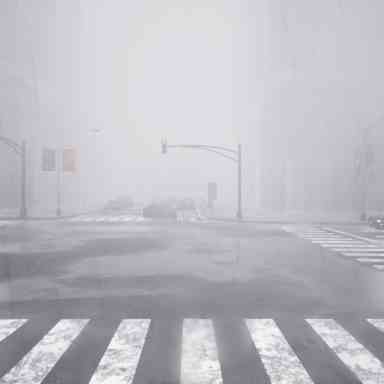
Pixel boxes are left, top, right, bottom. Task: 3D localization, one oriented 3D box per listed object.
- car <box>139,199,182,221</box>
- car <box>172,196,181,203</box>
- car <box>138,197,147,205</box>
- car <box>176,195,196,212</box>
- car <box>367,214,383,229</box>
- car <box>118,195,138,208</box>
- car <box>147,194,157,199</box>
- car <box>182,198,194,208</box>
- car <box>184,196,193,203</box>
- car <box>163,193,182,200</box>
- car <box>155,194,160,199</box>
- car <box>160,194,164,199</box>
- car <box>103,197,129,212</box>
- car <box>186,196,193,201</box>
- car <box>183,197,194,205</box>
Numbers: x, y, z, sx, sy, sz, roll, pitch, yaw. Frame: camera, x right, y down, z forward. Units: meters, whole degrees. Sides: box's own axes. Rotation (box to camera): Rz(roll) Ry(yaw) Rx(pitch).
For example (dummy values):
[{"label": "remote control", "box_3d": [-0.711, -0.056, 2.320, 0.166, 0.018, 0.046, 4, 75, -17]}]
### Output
[{"label": "car", "box_3d": [-2.694, 1.542, 27.418, 1.994, 1.385, 4.181, 0, 0, -22]}, {"label": "car", "box_3d": [-3.480, 1.694, 75.541, 1.895, 1.301, 4.718, 0, 0, 0]}, {"label": "car", "box_3d": [-9.147, 1.570, 55.098, 1.752, 1.417, 4.829, 0, 0, 0]}, {"label": "car", "box_3d": [-0.545, 1.448, 39.029, 1.967, 1.590, 4.097, 0, 0, 0]}, {"label": "car", "box_3d": [13.673, 1.721, 20.958, 4.892, 1.490, 1.837, 1, 0, 0]}, {"label": "car", "box_3d": [-9.097, 1.335, 44.417, 2.192, 1.841, 5.009, 0, 0, 0]}, {"label": "car", "box_3d": [-9.227, 1.669, 71.546, 1.802, 1.307, 4.206, 0, 0, 0]}, {"label": "car", "box_3d": [-0.597, 1.615, 49.878, 1.802, 1.307, 4.206, 0, 0, 0]}, {"label": "car", "box_3d": [-0.703, 1.613, 71.748, 1.752, 1.417, 4.829, 0, 0, 0]}, {"label": "car", "box_3d": [-3.290, 1.400, 56.735, 2.097, 1.767, 4.553, 0, 0, 0]}, {"label": "car", "box_3d": [-9.254, 1.417, 76.973, 2.192, 1.841, 5.009, 0, 0, 0]}, {"label": "car", "box_3d": [-9.332, 1.696, 93.249, 1.887, 1.381, 4.507, 0, 0, 0]}, {"label": "car", "box_3d": [-9.070, 1.574, 38.990, 1.947, 1.339, 4.313, 0, 0, 0]}, {"label": "car", "box_3d": [-0.808, 1.696, 93.278, 1.887, 1.381, 4.507, 0, 0, 0]}, {"label": "car", "box_3d": [-0.650, 1.603, 60.728, 1.887, 1.381, 4.507, 0, 0, 0]}]
